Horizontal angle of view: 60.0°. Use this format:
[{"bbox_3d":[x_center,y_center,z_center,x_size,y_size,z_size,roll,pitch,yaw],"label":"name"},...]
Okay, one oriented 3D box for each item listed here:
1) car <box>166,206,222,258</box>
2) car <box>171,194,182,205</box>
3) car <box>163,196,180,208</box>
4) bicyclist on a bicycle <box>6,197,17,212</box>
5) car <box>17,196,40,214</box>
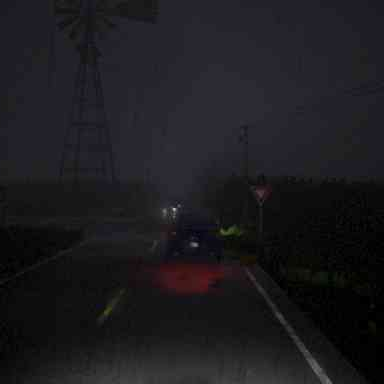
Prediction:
[{"bbox_3d":[0.082,1.519,12.910,1.882,1.535,5.008,0,0,0],"label":"car"},{"bbox_3d":[-3.217,1.431,65.738,2.150,2.045,5.566,0,0,0],"label":"car"},{"bbox_3d":[-3.278,1.687,50.264,1.812,1.442,4.674,0,0,0],"label":"car"},{"bbox_3d":[-20.676,1.444,38.241,0.582,1.620,1.656,0,0,24],"label":"bicyclist on a bicycle"},{"bbox_3d":[-17.225,1.329,34.969,1.905,1.878,3.866,0,0,-31],"label":"car"}]
